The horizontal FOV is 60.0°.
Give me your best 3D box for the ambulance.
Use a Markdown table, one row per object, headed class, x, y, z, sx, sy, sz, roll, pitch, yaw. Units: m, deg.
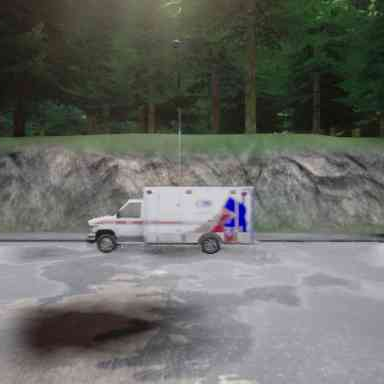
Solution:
| class | x | y | z | sx | sy | sz | roll | pitch | yaw |
| --- | --- | --- | --- | --- | --- | --- | --- | --- | --- |
| ambulance | -0.707 | 1.031 | 12.939 | 6.366 | 2.431 | 2.351 | 0 | 0 | 0 |
